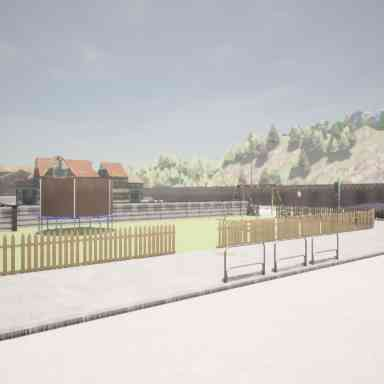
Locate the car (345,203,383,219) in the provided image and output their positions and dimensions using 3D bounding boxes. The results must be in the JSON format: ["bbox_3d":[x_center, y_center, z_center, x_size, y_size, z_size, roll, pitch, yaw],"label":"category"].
[{"bbox_3d":[14.918,1.547,26.387,2.033,1.411,5.357,0,0,-35],"label":"car"}]

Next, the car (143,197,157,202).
[{"bbox_3d":[-7.981,1.547,58.854,2.033,1.411,5.357,0,0,-35],"label":"car"}]

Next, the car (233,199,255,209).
[{"bbox_3d":[5.486,1.564,39.696,1.994,1.385,4.181,0,0,-35],"label":"car"}]
